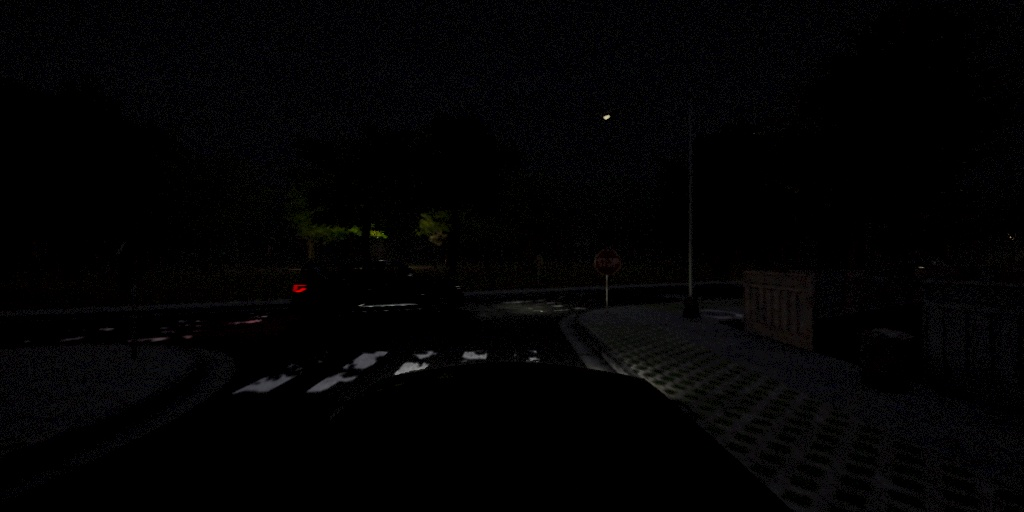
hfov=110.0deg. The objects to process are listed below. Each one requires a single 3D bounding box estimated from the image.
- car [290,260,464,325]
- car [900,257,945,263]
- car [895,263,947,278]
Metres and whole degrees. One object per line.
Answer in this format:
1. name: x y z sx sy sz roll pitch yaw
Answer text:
1. car: -4.543 1.146 12.628 5.566 2.045 2.150 0 -1 -23
2. car: 39.620 1.124 34.731 5.566 2.045 2.150 0 -1 -23
3. car: 31.666 1.446 28.289 4.181 1.385 1.994 0 -1 -23
